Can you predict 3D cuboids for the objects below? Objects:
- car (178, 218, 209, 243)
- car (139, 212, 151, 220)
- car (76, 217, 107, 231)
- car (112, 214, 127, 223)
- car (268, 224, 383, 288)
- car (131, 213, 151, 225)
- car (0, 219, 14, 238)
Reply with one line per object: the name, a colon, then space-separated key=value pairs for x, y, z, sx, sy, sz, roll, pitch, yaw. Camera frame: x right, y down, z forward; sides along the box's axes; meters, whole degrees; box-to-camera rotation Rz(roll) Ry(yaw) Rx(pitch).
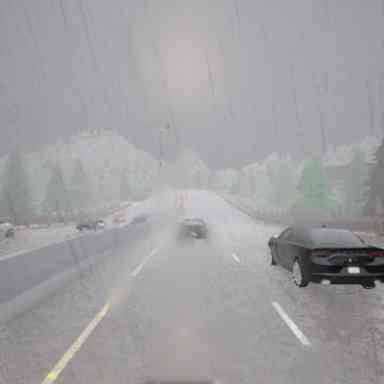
car: x=0.110 y=2.377 z=20.895 sx=1.812 sy=1.442 sz=4.674 roll=0 pitch=-4 yaw=0
car: x=-10.466 y=5.362 z=74.600 sx=1.994 sy=1.385 sz=4.181 roll=0 pitch=-1 yaw=0
car: x=-10.554 y=3.387 z=35.390 sx=2.033 sy=1.411 sz=5.357 roll=0 pitch=-4 yaw=0
car: x=-13.979 y=5.068 z=64.352 sx=2.097 sy=1.767 sz=4.553 roll=0 pitch=-3 yaw=0
car: x=3.605 y=1.690 z=9.890 sx=1.882 sy=1.535 sz=5.008 roll=0 pitch=-2 yaw=0
car: x=-7.034 y=3.998 z=45.018 sx=1.837 sy=1.490 sz=4.892 roll=0 pitch=-4 yaw=0
car: x=-14.080 y=2.516 z=22.881 sx=1.812 sy=1.442 sz=4.674 roll=0 pitch=-4 yaw=0
